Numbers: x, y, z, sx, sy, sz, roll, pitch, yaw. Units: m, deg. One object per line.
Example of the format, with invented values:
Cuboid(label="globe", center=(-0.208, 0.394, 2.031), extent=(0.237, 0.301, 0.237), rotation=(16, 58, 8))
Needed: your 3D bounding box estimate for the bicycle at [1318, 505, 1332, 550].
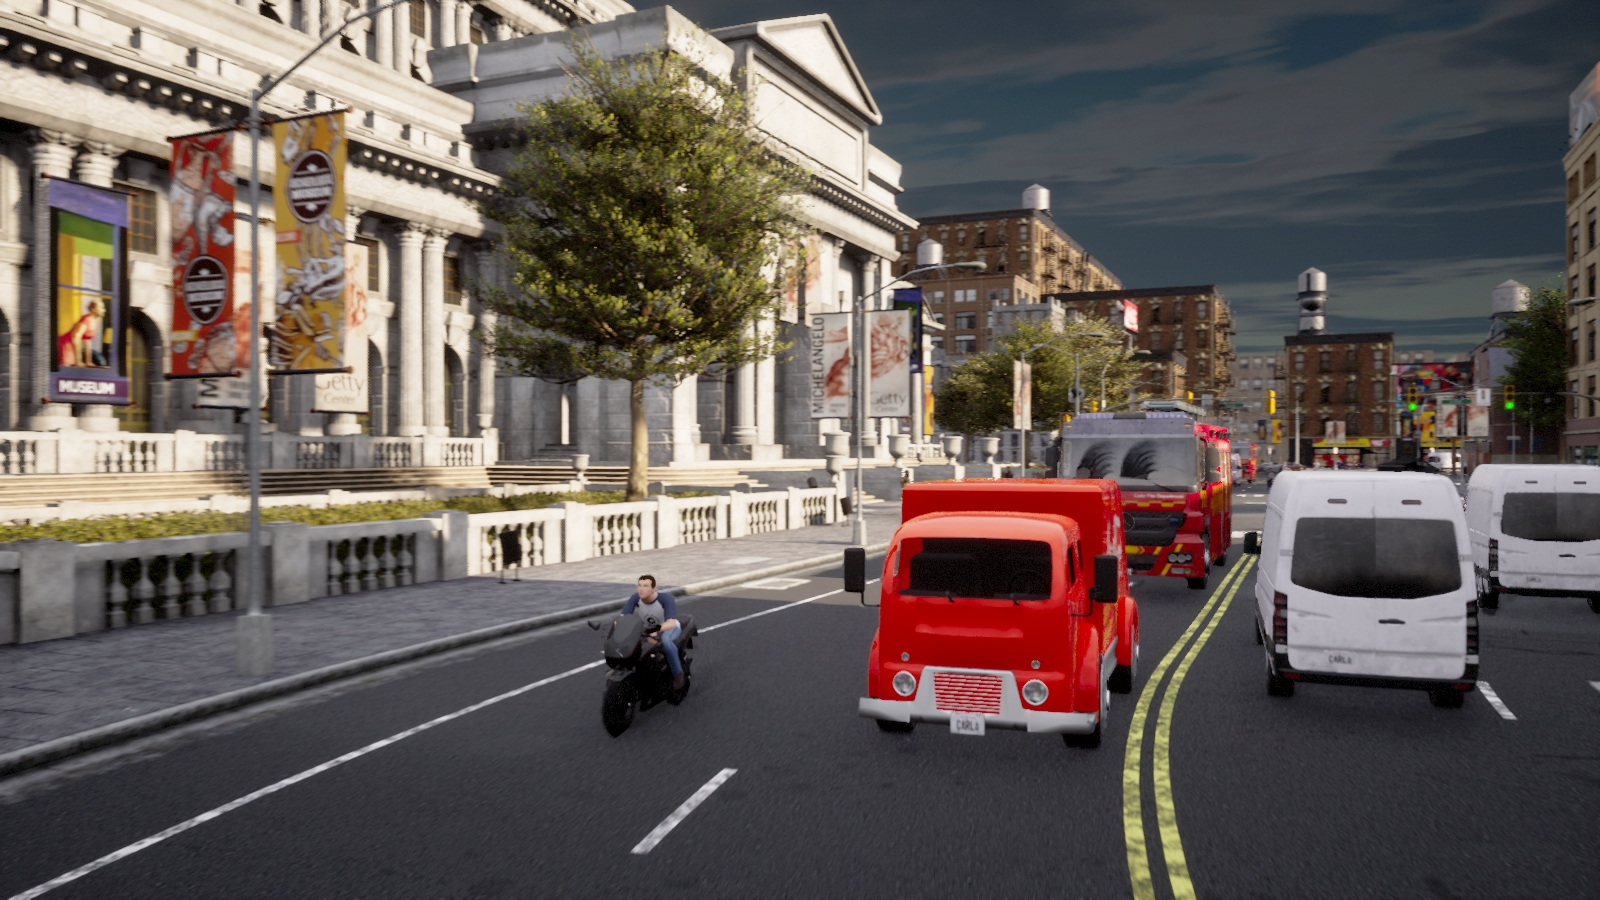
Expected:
Cuboid(label="bicycle", center=(15.215, 2.220, 33.110), extent=(0.329, 1.171, 1.835), rotation=(0, 0, 24))

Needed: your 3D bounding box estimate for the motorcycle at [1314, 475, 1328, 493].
Cuboid(label="motorcycle", center=(34.398, 2.234, 75.385), extent=(0.803, 1.145, 2.033), rotation=(0, 0, 25))

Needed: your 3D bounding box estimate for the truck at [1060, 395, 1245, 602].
Cuboid(label="truck", center=(8.164, 0.895, 25.625), extent=(2.891, 3.827, 8.468), rotation=(0, 0, 25))

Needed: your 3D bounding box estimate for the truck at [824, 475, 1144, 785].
Cuboid(label="truck", center=(2.292, 1.569, 12.459), extent=(2.627, 2.467, 5.204), rotation=(0, 0, 19))

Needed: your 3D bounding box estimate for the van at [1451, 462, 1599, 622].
Cuboid(label="van", center=(13.842, 1.544, 21.739), extent=(1.988, 2.561, 5.915), rotation=(0, 0, 24))

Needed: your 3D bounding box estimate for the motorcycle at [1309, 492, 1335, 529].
Cuboid(label="motorcycle", center=(19.099, 2.194, 41.784), extent=(0.856, 1.236, 1.805), rotation=(0, 0, 25))

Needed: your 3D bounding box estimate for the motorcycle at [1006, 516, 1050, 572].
Cuboid(label="motorcycle", center=(5.441, 2.216, 27.242), extent=(0.803, 1.145, 2.033), rotation=(1, 0, 17))

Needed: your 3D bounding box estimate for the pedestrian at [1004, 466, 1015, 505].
Cuboid(label="pedestrian", center=(10.027, 1.702, 54.633), extent=(0.375, 1.860, 0.375), rotation=(0, 0, 32))

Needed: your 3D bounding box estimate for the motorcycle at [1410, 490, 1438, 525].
Cuboid(label="motorcycle", center=(23.823, 2.197, 43.624), extent=(0.856, 1.236, 1.805), rotation=(1, 0, 26))

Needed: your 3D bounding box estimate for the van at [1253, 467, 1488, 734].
Cuboid(label="van", center=(6.901, 1.539, 14.458), extent=(1.988, 2.561, 5.915), rotation=(0, 0, 20))

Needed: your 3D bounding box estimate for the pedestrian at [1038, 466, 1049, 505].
Cuboid(label="pedestrian", center=(11.736, 1.703, 55.122), extent=(0.375, 1.860, 0.375), rotation=(0, 0, 40))

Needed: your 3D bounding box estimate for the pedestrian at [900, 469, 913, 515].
Cuboid(label="pedestrian", center=(4.334, 1.698, 46.330), extent=(0.375, 1.860, 0.375), rotation=(0, 0, -38))
